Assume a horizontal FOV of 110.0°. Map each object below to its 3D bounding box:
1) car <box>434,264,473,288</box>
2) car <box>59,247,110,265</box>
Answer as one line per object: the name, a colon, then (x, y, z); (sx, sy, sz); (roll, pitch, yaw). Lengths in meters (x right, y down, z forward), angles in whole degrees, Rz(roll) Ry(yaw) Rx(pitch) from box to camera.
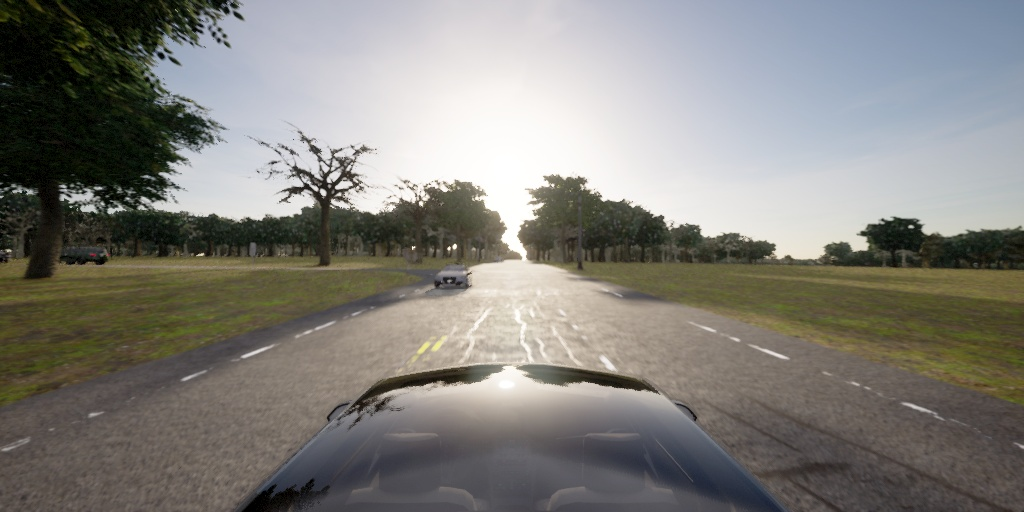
car: (-3.555, 1.219, 22.413); (1.994, 1.385, 4.181); (0, 0, 0)
car: (-49.153, 0.022, 40.604); (5.566, 2.045, 2.150); (0, -1, 0)
